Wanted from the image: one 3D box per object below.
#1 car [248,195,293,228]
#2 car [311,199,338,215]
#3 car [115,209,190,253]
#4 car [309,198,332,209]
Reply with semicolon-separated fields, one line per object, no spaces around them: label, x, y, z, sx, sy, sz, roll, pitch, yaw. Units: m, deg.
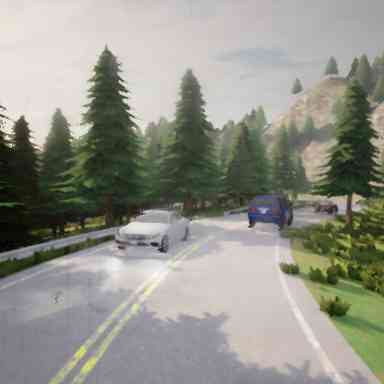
car;5.297;1.263;22.060;2.150;2.045;5.566;2;1;24
car;15.493;1.773;38.225;1.812;1.442;4.674;3;1;34
car;-1.393;1.446;13.584;1.812;1.442;4.674;1;0;15
car;19.584;1.765;50.497;2.033;1.411;5.357;3;1;33
